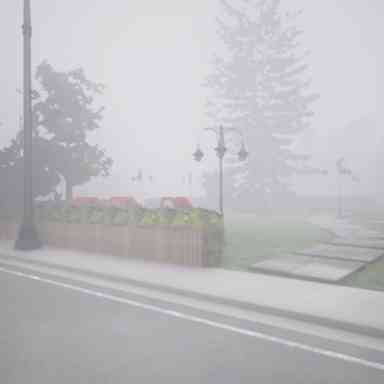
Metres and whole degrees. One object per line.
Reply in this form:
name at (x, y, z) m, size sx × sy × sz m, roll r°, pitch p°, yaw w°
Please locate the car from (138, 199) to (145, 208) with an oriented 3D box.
car at (-6.813, 1.891, 54.675) m, size 2.128 × 1.511 × 4.902 m, roll -1°, pitch 0°, yaw 35°
